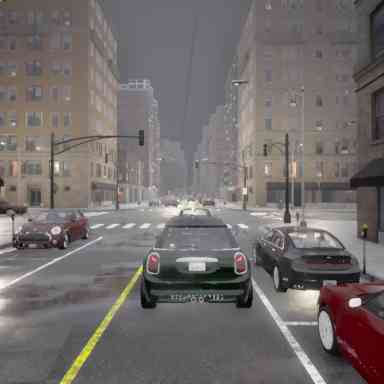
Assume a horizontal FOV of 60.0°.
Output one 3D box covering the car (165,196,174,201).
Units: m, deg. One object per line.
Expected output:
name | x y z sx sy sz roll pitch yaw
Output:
car | -6.142 1.727 91.087 1.947 1.339 4.313 0 0 0

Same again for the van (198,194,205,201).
van | 2.424 1.481 85.632 1.690 1.788 3.998 0 0 0

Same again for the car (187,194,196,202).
car | -0.208 1.706 80.091 1.895 1.301 4.718 0 0 0

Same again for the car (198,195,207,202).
car | 2.463 1.559 80.123 1.967 1.590 4.097 0 0 0

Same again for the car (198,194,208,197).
car | 2.580 1.595 63.773 1.752 1.417 4.829 0 0 0

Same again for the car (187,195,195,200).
car | -0.280 1.542 90.067 1.994 1.385 4.181 0 0 0

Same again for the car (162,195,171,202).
car | -6.062 1.558 80.071 1.967 1.590 4.097 0 0 0

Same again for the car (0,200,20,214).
car | -17.605 1.403 30.207 5.008 1.535 1.882 0 0 -2

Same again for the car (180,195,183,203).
car | -3.139 1.661 60.023 1.895 1.301 4.718 0 0 0

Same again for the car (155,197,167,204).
car | -5.944 1.613 63.547 1.887 1.381 4.507 0 0 0

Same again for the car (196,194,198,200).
car | 2.542 1.398 69.110 2.192 1.841 5.009 0 0 0

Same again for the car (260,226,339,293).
car | 2.694 1.553 8.662 2.008 1.369 4.403 0 0 0

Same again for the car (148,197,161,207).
car | -5.865 1.595 52.531 2.008 1.369 4.403 0 0 0

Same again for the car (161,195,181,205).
car | -3.085 1.588 50.206 2.033 1.411 5.357 0 0 -1

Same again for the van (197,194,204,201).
van | 2.384 1.503 91.138 1.690 1.788 3.998 0 0 0

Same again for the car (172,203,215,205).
car | 0.133 1.497 15.361 2.128 1.511 4.902 0 0 0

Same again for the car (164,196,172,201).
car | -6.103 1.721 85.579 1.802 1.307 4.206 0 0 0

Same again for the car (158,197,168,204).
car | -5.984 1.665 69.055 1.802 1.307 4.206 0 0 0

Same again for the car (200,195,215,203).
car | 2.660 1.590 52.589 1.887 1.381 4.507 0 0 0

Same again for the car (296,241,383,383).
car | 2.682 1.545 3.171 1.887 1.381 4.507 0 0 0

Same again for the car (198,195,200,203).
car | 2.621 1.622 58.095 1.947 1.339 4.313 0 0 0

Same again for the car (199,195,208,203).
car | 2.502 1.540 74.618 1.967 1.590 4.097 0 0 0

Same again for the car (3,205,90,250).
car | -5.818 1.445 14.169 1.967 1.590 4.097 0 0 0

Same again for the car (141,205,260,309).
car | 0.066 1.355 8.059 2.097 1.767 4.553 0 0 -1
